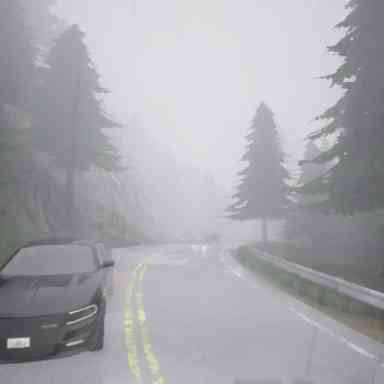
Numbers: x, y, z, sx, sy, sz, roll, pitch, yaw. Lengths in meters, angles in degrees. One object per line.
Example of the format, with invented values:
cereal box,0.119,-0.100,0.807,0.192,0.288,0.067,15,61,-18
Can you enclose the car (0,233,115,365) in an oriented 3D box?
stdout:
car,-2.539,1.635,6.438,1.882,1.535,5.008,1,-3,-11

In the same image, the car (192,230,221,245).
car,1.535,4.566,33.695,2.128,1.511,4.902,-1,-8,22
